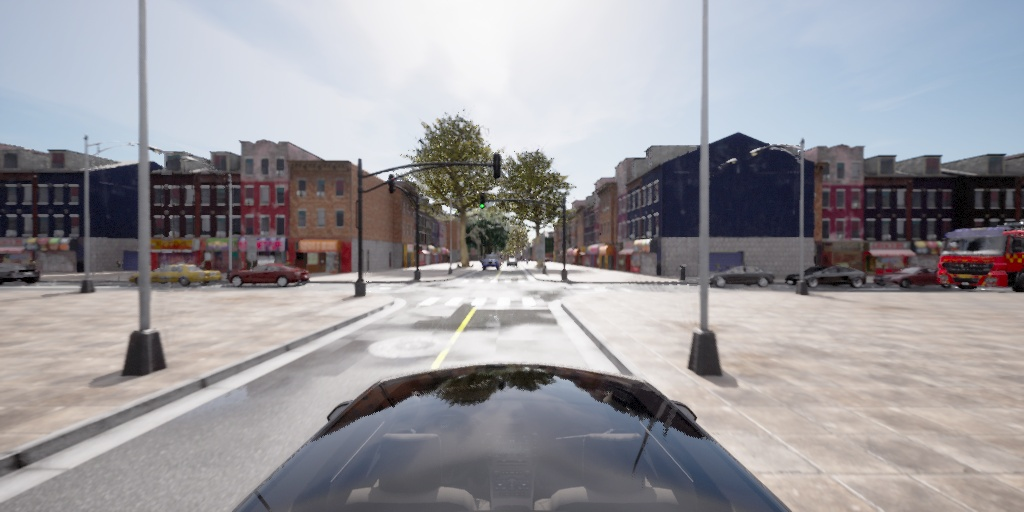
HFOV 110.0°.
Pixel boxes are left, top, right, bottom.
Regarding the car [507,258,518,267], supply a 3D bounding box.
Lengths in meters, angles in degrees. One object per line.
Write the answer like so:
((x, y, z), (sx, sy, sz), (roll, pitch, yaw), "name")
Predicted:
((0.024, 1.188, 64.296), (1.994, 1.385, 4.181), (0, 0, 0), "car")

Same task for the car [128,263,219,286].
((-20.916, 1.109, 22.309), (4.829, 1.417, 1.751), (0, 0, 0), "car")

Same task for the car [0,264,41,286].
((-32.105, 1.133, 22.247), (4.313, 1.339, 1.948), (0, 0, 0), "car")

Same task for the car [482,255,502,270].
((-2.801, 0.835, 48.165), (2.150, 2.045, 5.566), (0, 0, 0), "car")

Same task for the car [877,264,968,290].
((25.311, 1.315, 22.564), (4.207, 1.307, 1.802), (0, 0, 0), "car")

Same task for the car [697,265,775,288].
((13.962, 1.236, 22.501), (4.403, 1.370, 2.007), (0, 0, 0), "car")

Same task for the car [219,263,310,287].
((-15.067, 1.141, 22.341), (4.507, 1.381, 1.888), (0, 0, 0), "car")

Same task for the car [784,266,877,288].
((19.637, 1.274, 22.533), (4.313, 1.339, 1.948), (0, 0, 0), "car")

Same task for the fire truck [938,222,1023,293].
((29.418, 0.110, 19.944), (8.468, 3.827, 2.891), (0, 0, 0), "fire truck")
